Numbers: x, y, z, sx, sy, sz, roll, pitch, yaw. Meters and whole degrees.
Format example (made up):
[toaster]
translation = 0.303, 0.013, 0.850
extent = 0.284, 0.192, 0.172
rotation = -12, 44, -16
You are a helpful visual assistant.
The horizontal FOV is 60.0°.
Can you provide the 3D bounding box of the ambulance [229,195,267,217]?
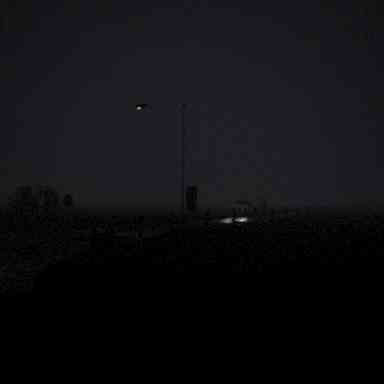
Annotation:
[ambulance]
translation = 6.702, 1.641, 39.431
extent = 2.351, 2.431, 6.366
rotation = 1, 0, 35
